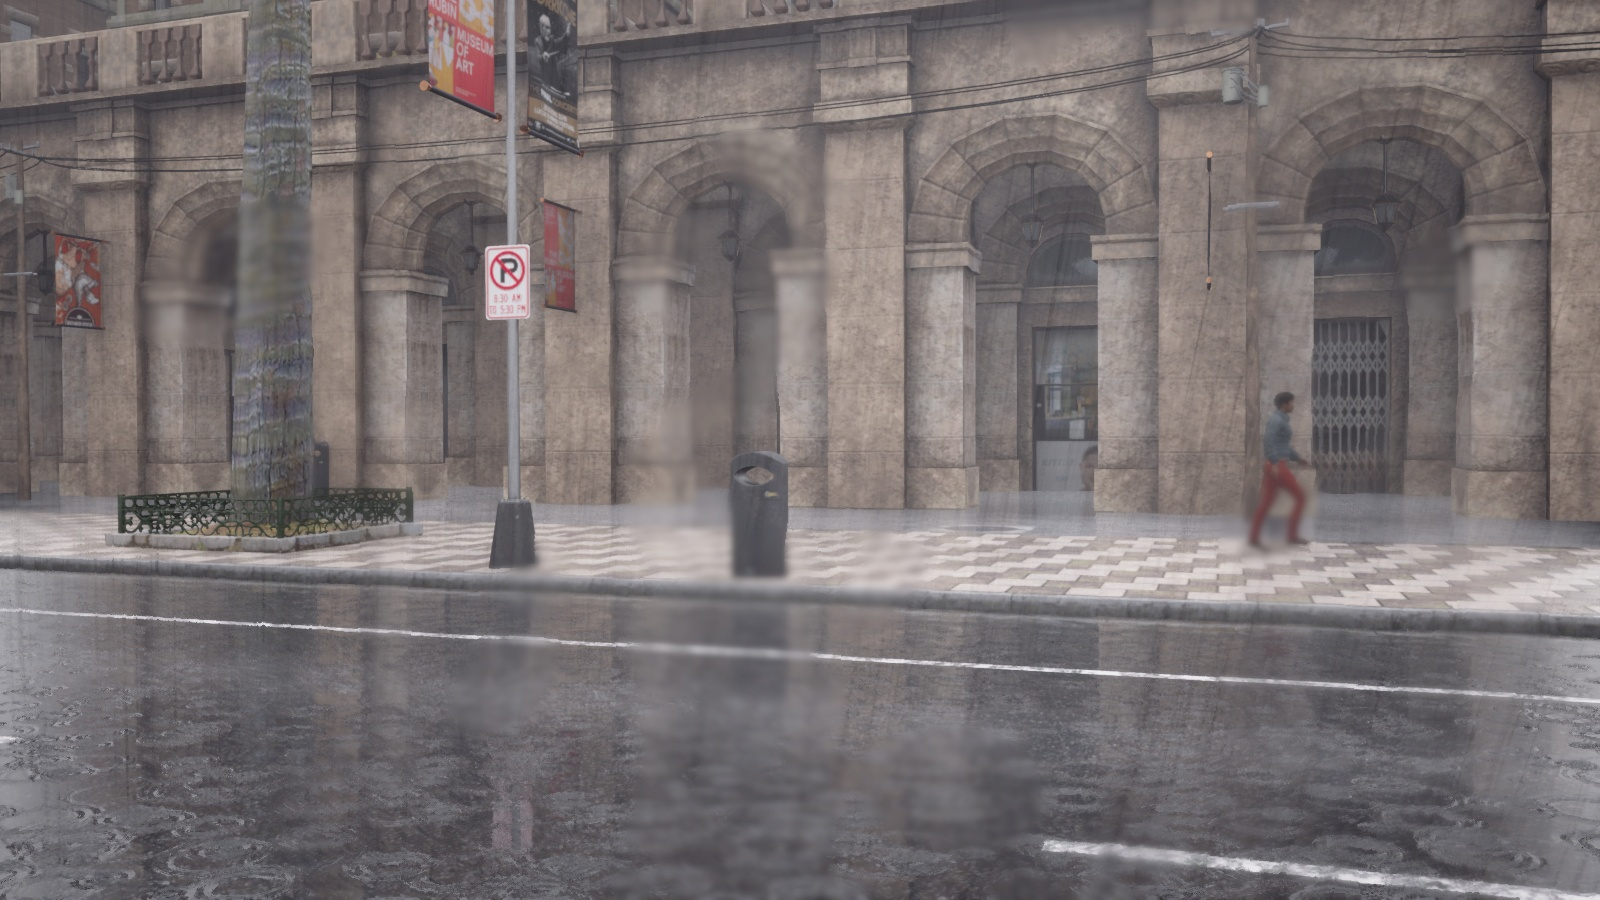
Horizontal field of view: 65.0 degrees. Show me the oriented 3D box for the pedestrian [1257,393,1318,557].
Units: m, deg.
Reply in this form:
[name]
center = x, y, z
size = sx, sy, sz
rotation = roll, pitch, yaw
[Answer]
[pedestrian]
center = 5.572, 0.274, 14.370
size = 0.614, 1.847, 0.353
rotation = 1, 1, 18
